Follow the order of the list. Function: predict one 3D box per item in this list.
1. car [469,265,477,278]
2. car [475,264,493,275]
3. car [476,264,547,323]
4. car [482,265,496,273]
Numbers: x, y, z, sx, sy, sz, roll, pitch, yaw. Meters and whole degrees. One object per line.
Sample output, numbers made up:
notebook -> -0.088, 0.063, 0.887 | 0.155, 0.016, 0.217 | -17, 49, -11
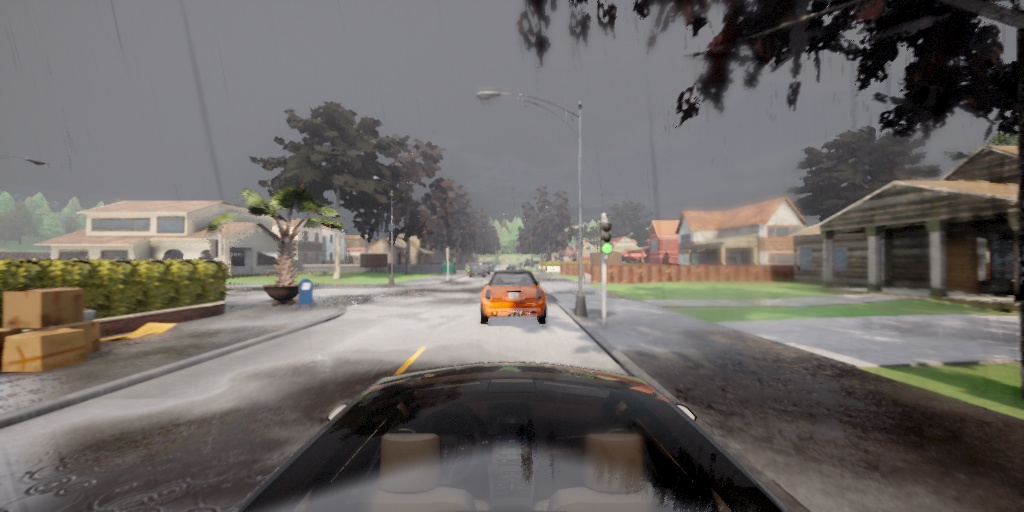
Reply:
car -> -4.083, 1.861, 43.445 | 1.837, 1.490, 4.892 | 0, -1, 0
car -> -4.066, 1.984, 52.784 | 2.128, 1.511, 4.902 | 0, -1, 0
car -> -0.037, 1.265, 13.022 | 2.097, 1.767, 4.553 | 0, -1, -3
car -> -3.993, 2.200, 62.716 | 1.994, 1.385, 4.181 | 0, -1, 2
